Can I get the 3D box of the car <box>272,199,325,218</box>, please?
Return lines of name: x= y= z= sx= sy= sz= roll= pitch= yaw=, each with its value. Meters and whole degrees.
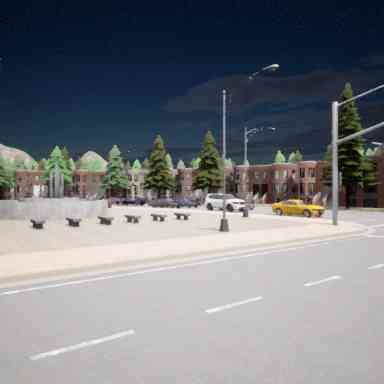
car: x=9.758 y=1.474 z=30.785 sx=1.882 sy=1.535 sz=5.008 roll=0 pitch=0 yaw=-37

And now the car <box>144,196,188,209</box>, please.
car: x=-3.665 y=1.544 z=45.873 sx=5.357 sy=1.411 sz=2.033 roll=0 pitch=0 yaw=36

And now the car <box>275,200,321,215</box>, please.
car: x=11.075 y=1.560 z=34.859 sx=1.994 sy=1.385 sz=4.181 roll=0 pitch=0 yaw=-37

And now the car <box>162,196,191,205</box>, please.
car: x=-2.721 y=1.500 z=57.845 sx=4.892 sy=1.490 sz=1.837 roll=0 pitch=0 yaw=30

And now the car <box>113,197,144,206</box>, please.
car: x=-9.820 y=1.597 z=53.491 sx=4.718 sy=1.301 sz=1.895 roll=0 pitch=0 yaw=24

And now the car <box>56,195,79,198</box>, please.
car: x=-23.812 y=1.502 z=60.701 sx=4.892 sy=1.490 sz=1.837 roll=0 pitch=0 yaw=5

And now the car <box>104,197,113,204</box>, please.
car: x=-14.075 y=1.561 z=58.835 sx=4.181 sy=1.385 sz=1.994 roll=0 pitch=0 yaw=18

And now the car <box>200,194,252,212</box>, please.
car: x=3.830 y=1.218 z=38.651 sx=2.150 sy=2.045 sz=5.566 roll=0 pitch=0 yaw=-39

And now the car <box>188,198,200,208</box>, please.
car: x=-1.248 y=1.544 z=48.412 sx=5.357 sy=1.411 sz=2.033 roll=0 pitch=0 yaw=37

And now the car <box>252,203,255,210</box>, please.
car: x=5.689 y=1.522 z=41.745 sx=1.812 sy=1.442 sz=4.674 roll=0 pitch=0 yaw=-41

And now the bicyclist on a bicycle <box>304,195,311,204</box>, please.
bicyclist on a bicycle: x=16.182 y=1.298 z=46.625 sx=1.656 sy=1.620 sz=0.582 roll=0 pitch=0 yaw=-37

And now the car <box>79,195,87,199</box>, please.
car: x=-22.551 y=1.349 z=63.996 sx=4.553 sy=1.767 sz=2.097 roll=0 pitch=0 yaw=7
